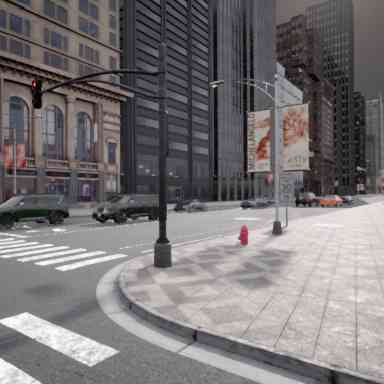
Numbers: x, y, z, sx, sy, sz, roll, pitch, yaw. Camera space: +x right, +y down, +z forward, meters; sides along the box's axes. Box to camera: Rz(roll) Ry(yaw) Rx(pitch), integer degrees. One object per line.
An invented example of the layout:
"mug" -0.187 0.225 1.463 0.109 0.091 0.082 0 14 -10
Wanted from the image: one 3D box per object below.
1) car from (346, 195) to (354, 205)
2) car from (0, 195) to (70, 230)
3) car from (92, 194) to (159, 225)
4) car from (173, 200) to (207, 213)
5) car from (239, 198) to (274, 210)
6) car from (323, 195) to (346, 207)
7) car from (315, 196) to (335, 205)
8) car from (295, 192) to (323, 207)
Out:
"car" 25.282 1.331 54.740 1.837 1.490 4.892 -1 0 35
"car" -10.690 1.216 21.463 2.150 2.045 5.566 -1 0 37
"car" -4.570 1.176 24.337 2.150 2.045 5.566 -1 0 35
"car" -0.162 1.512 36.128 1.994 1.385 4.181 -1 0 35
"car" 7.944 1.451 41.893 2.033 1.411 5.357 -1 0 36
"car" 19.897 1.188 47.174 2.097 1.767 4.553 -1 0 36
"car" 22.851 1.397 56.930 2.033 1.411 5.357 -1 0 35
"car" 16.759 1.082 48.374 2.150 2.045 5.566 -1 0 36
